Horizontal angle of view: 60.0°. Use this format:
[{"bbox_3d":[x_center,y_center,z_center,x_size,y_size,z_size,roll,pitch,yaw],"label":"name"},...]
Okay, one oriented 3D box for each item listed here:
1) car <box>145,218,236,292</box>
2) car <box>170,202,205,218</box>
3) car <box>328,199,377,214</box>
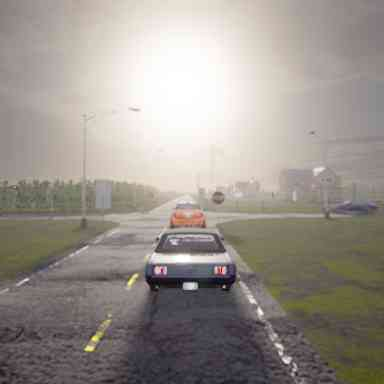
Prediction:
[{"bbox_3d":[-0.053,1.619,8.942,1.895,1.301,4.718,0,0,-1],"label":"car"},{"bbox_3d":[-0.331,1.398,21.536,2.097,1.767,4.553,0,0,-3],"label":"car"},{"bbox_3d":[16.272,1.448,33.772,4.674,1.442,1.812,-1,0,0],"label":"car"}]
